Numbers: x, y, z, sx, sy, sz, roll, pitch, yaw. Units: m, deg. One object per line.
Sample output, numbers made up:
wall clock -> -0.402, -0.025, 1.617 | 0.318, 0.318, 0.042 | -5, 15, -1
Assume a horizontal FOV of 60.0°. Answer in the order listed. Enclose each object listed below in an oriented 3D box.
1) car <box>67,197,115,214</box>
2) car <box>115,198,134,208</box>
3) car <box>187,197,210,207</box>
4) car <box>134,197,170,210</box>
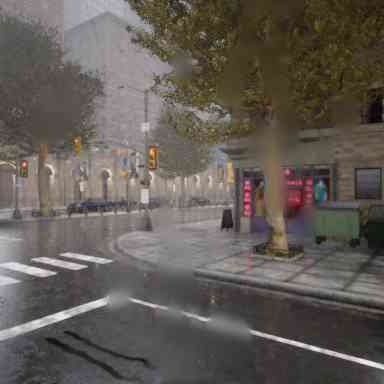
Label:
car -> -10.970, 1.350, 35.442 | 2.097, 1.767, 4.553 | 0, 0, 36
car -> -10.164, 1.593, 47.912 | 1.895, 1.301, 4.718 | 0, 0, 36
car -> 0.900, 1.501, 51.849 | 1.837, 1.490, 4.892 | 0, 1, 36
car -> -4.943, 1.503, 43.780 | 1.837, 1.490, 4.892 | 0, 0, 36
